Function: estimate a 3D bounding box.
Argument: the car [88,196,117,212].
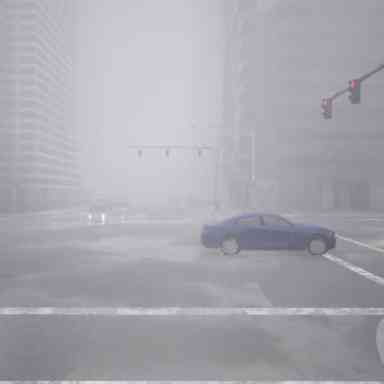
[{"bbox_3d":[-10.632,1.505,39.367,1.837,1.490,4.892,0,0,0],"label":"car"}]

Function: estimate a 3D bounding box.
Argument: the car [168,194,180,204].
[{"bbox_3d":[-3.454,1.352,63.494,2.097,1.767,4.553,0,0,0],"label":"car"}]

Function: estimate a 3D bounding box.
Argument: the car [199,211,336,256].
[{"bbox_3d":[2.773,1.478,12.500,5.008,1.535,1.882,0,0,0],"label":"car"}]

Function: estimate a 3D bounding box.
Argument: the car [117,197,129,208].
[{"bbox_3d":[-10.630,1.526,49.627,1.812,1.442,4.674,0,0,0],"label":"car"}]

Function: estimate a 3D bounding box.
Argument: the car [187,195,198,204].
[{"bbox_3d":[0.050,1.352,63.498,2.097,1.767,4.553,0,0,0],"label":"car"}]
